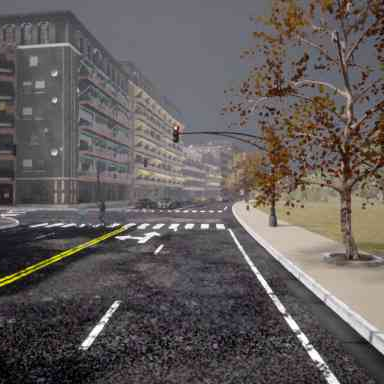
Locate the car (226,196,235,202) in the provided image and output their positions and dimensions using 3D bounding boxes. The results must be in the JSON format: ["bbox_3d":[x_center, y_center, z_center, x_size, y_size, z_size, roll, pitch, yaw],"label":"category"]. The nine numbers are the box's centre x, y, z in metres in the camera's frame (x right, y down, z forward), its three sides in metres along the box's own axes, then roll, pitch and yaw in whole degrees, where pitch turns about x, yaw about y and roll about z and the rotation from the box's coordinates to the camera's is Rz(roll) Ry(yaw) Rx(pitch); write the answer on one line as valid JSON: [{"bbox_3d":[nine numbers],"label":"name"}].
[{"bbox_3d":[10.052,1.864,87.570,1.812,1.442,4.674,0,0,13],"label":"car"}]

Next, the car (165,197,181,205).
[{"bbox_3d":[-3.760,1.785,67.762,2.033,1.411,5.357,0,0,10],"label":"car"}]

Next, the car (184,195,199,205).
[{"bbox_3d":[-0.563,1.784,67.236,2.033,1.411,5.357,0,0,9],"label":"car"}]

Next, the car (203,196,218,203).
[{"bbox_3d":[4.666,1.830,77.716,2.128,1.511,4.902,0,0,11],"label":"car"}]

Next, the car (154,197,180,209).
[{"bbox_3d":[-3.524,1.475,46.970,2.097,1.767,4.553,0,0,7],"label":"car"}]

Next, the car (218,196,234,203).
[{"bbox_3d":[7.864,1.844,77.134,2.033,1.411,5.357,0,0,11],"label":"car"}]

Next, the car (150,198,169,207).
[{"bbox_3d":[-5.489,1.723,56.951,2.033,1.411,5.357,0,0,8],"label":"car"}]

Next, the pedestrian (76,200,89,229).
[{"bbox_3d":[-6.722,1.320,20.436,0.375,1.860,0.375,0,0,3],"label":"pedestrian"}]

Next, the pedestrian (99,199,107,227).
[{"bbox_3d":[-5.791,1.321,21.589,0.375,1.860,0.375,0,0,3],"label":"pedestrian"}]

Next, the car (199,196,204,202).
[{"bbox_3d":[1.974,1.674,80.814,1.882,1.535,5.008,0,0,11],"label":"car"}]

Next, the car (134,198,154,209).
[{"bbox_3d":[-6.760,1.628,47.288,1.837,1.490,4.892,0,0,7],"label":"car"}]

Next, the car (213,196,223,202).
[{"bbox_3d":[6.784,1.811,87.859,1.882,1.535,5.008,0,0,13],"label":"car"}]

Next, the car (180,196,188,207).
[{"bbox_3d":[-2.366,1.772,55.886,1.895,1.301,4.718,0,0,8],"label":"car"}]

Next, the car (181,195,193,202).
[{"bbox_3d":[-1.190,1.548,81.564,2.097,1.767,4.553,0,0,11],"label":"car"}]
